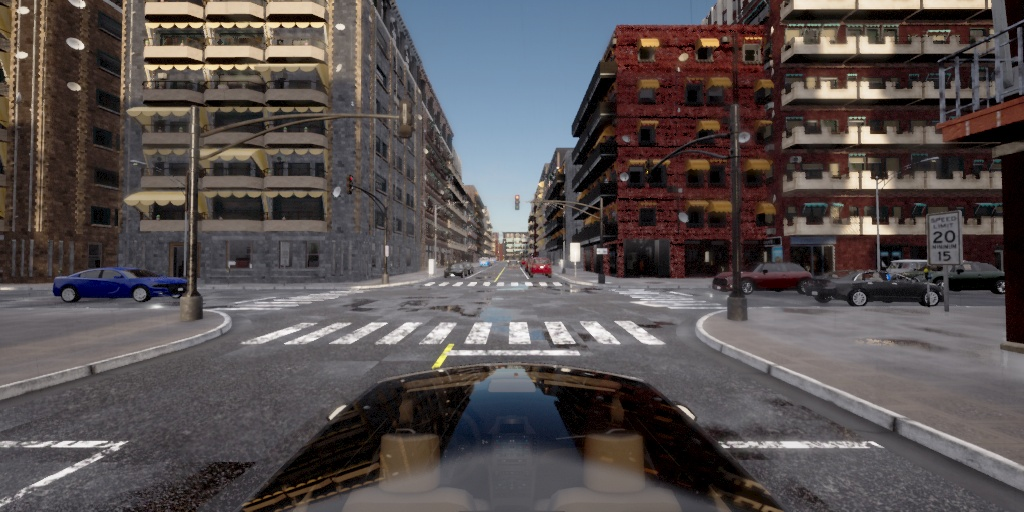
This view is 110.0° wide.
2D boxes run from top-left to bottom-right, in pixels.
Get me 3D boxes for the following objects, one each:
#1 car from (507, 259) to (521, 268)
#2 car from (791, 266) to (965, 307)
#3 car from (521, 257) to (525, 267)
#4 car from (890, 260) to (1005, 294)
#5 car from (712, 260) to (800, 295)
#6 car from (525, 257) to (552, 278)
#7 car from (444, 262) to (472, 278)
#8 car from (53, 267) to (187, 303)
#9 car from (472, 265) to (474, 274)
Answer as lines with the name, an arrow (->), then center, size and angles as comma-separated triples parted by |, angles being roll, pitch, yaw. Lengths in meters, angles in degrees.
car -> 0.207, 1.314, 63.539 | 2.128, 1.511, 4.902 | 0, 0, 0
car -> 13.765, 1.185, 13.702 | 4.403, 1.370, 2.007 | 0, 0, 0
car -> 2.641, 1.086, 45.138 | 2.192, 1.841, 5.009 | 0, 0, 0
car -> 23.095, 1.079, 19.096 | 4.553, 1.767, 2.097 | 0, -1, 0
car -> 13.246, 1.102, 19.115 | 4.553, 1.767, 2.097 | 0, -1, -1
car -> 2.622, 1.077, 34.015 | 2.192, 1.841, 5.009 | 0, 0, 0
car -> -5.259, 1.328, 33.983 | 1.948, 1.339, 4.313 | 0, 0, 0
car -> -17.589, 1.254, 16.320 | 5.008, 1.535, 1.882 | 0, -1, 0
car -> -5.250, 1.331, 39.544 | 1.948, 1.339, 4.313 | 0, 0, 0
